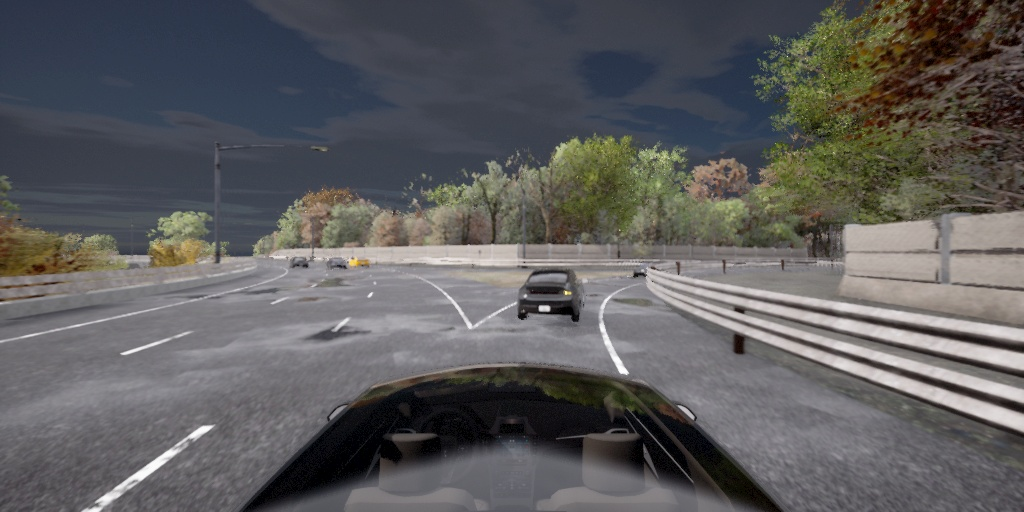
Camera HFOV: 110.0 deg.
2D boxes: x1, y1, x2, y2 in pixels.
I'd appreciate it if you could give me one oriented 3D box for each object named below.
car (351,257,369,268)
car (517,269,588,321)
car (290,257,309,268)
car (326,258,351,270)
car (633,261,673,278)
[{"bbox_3d":[-21.372,0.841,50.111,1.882,1.535,5.008,0,0,-35],"label":"car"},{"bbox_3d":[1.468,1.182,12.229,1.837,1.490,4.892,0,0,14],"label":"car"},{"bbox_3d":[-28.438,0.891,47.930,1.812,1.442,4.674,0,0,-37],"label":"car"},{"bbox_3d":[-22.294,0.942,45.407,2.033,1.411,5.357,0,0,-34],"label":"car"},{"bbox_3d":[11.930,1.132,30.167,1.994,1.385,4.181,0,0,45],"label":"car"}]
